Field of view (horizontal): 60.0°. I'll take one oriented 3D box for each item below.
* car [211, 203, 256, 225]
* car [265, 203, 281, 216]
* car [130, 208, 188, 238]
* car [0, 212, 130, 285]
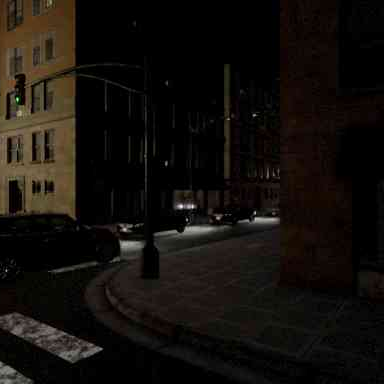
[{"bbox_3d":[3.309,1.627,25.861,2.128,1.511,4.902,0,0,35],"label":"car"},{"bbox_3d":[9.217,1.791,34.120,1.895,1.301,4.718,0,0,36],"label":"car"},{"bbox_3d":[-2.027,1.610,18.392,1.812,1.442,4.674,0,0,34],"label":"car"},{"bbox_3d":[-4.359,1.387,10.041,2.097,1.767,4.553,0,0,36],"label":"car"}]
